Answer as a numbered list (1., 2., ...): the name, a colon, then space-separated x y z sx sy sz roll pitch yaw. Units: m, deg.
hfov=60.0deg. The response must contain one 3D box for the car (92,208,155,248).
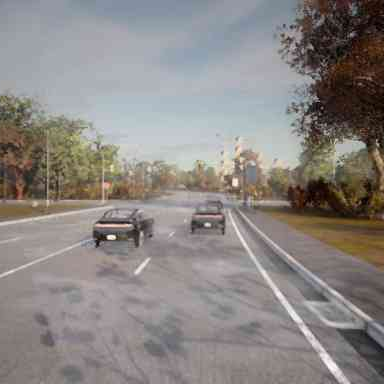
1. car: -2.833 1.448 14.687 2.128 1.511 4.902 0 0 3

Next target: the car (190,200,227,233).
1. car: 0.958 1.436 19.106 2.128 1.511 4.902 0 0 4

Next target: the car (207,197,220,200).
1. car: 2.317 1.330 36.019 1.837 1.490 4.892 0 0 5
